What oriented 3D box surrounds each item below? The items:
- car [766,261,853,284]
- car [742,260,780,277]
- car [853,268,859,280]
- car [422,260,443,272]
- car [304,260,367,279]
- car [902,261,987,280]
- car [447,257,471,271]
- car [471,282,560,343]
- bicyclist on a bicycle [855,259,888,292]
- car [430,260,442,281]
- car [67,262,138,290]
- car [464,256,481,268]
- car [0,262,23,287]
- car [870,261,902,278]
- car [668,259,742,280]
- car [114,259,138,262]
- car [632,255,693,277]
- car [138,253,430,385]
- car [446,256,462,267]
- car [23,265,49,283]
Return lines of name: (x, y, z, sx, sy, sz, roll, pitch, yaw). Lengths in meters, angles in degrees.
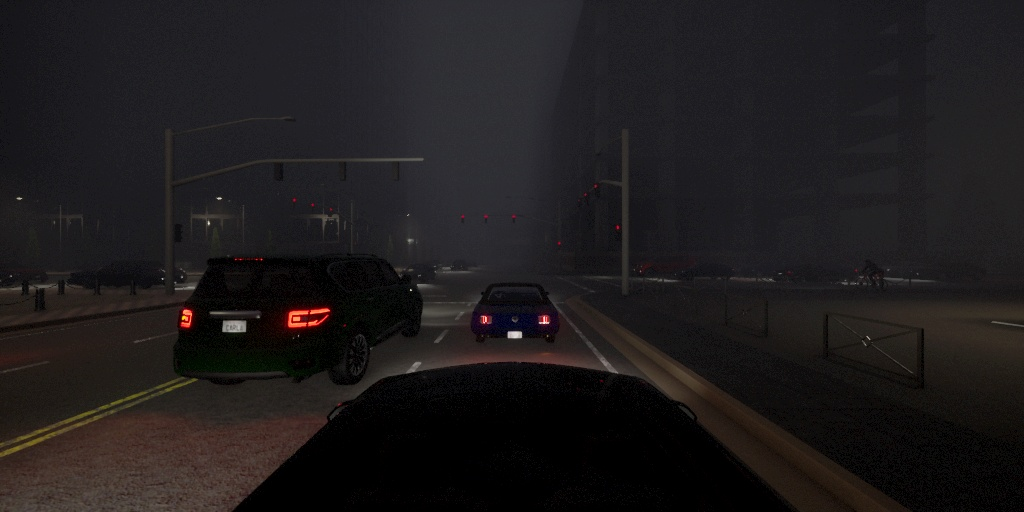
car: (21.147, 1.258, 25.606, 4.181, 1.385, 1.994, 0, 0, 0)
car: (23.664, 1.172, 32.810, 5.008, 1.535, 1.882, 0, 0, 0)
car: (25.615, 1.258, 29.318, 4.181, 1.385, 1.994, 0, 0, 0)
car: (-10.598, 1.254, 48.075, 1.837, 1.490, 4.892, 0, 0, 0)
car: (-15.969, 1.180, 32.636, 5.008, 1.535, 1.882, 0, 2, -27)
car: (35.610, 1.199, 29.339, 4.892, 1.490, 1.837, 0, 0, 0)
car: (-7.098, 1.254, 48.555, 1.837, 1.490, 4.892, 0, 0, 0)
car: (0.080, 1.351, 9.666, 1.895, 1.301, 4.718, 0, 0, 0)
bicyclist on a bicycle: (18.331, 0.998, 18.310, 0.582, 1.620, 1.656, 0, 0, 0)
car: (-7.101, 1.267, 27.483, 2.033, 1.411, 5.357, 0, 0, 0)
car: (-23.144, 1.242, 21.619, 5.357, 1.411, 2.033, 0, 0, -4)
car: (-7.070, 1.227, 62.303, 1.882, 1.535, 5.008, 0, 0, 0)
car: (-33.225, 1.220, 21.647, 4.674, 1.442, 1.812, 0, 0, 0)
car: (35.725, 1.220, 32.837, 4.674, 1.442, 1.812, 0, 0, 0)
car: (15.651, 1.220, 29.263, 4.674, 1.442, 1.812, 0, 0, 0)
car: (-25.675, 1.046, 25.135, 4.553, 1.767, 2.097, 0, 0, 0)
car: (13.934, 0.917, 32.780, 5.566, 2.045, 2.150, 0, 0, 0)
car: (-3.438, 0.971, 7.152, 2.150, 2.045, 5.566, 0, 0, 0)
car: (-10.556, 1.241, 64.322, 2.128, 1.511, 4.902, 0, 0, 0)
car: (-35.770, 1.172, 25.169, 5.008, 1.535, 1.882, 0, 0, 0)
